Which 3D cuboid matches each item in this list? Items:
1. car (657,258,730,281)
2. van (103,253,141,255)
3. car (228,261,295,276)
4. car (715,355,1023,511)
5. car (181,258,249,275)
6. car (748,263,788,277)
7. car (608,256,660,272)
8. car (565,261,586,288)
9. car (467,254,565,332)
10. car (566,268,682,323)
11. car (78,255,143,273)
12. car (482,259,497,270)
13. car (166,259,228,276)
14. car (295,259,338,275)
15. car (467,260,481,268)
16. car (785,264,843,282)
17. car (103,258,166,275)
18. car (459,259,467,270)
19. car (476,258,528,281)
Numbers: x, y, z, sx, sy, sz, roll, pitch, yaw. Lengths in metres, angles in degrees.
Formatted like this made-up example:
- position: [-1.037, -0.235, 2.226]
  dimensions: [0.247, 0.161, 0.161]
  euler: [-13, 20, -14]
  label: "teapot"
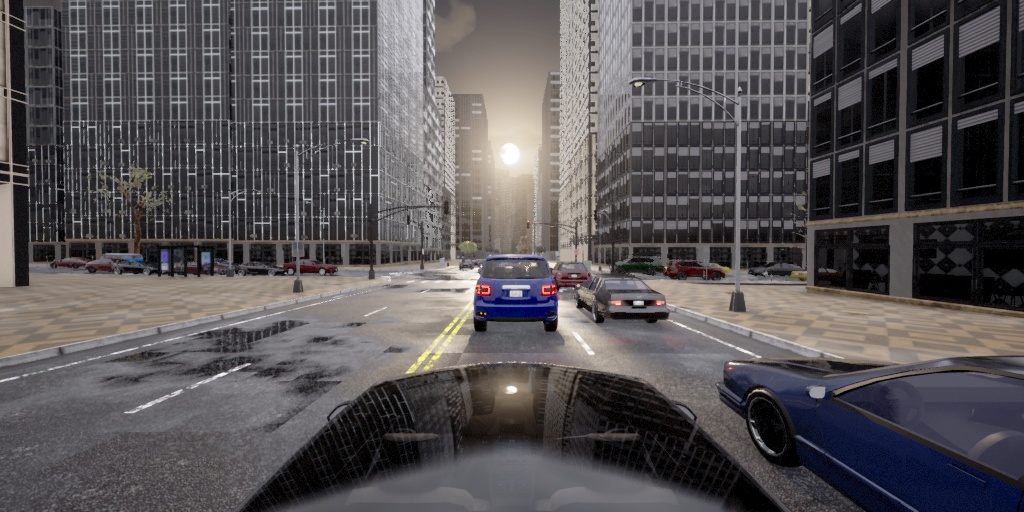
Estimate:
- position: [16.193, 1.268, 32.075]
  dimensions: [5.009, 1.841, 2.192]
  euler: [0, 0, 1]
  label: "car"
- position: [-45.288, 0.604, 41.571]
  dimensions: [3.998, 1.789, 1.690]
  euler: [0, 0, 1]
  label: "van"
- position: [-22.732, 1.173, 32.604]
  dimensions: [4.313, 1.339, 1.948]
  euler: [0, 0, 1]
  label: "car"
- position: [3.350, 1.297, 1.837]
  dimensions: [2.033, 1.411, 5.357]
  euler: [0, 0, 1]
  label: "car"
- position: [-29.269, 0.995, 35.446]
  dimensions: [4.902, 1.511, 2.128]
  euler: [1, 1, 1]
  label: "car"
- position: [27.518, 1.461, 37.659]
  dimensions: [4.892, 1.490, 1.837]
  euler: [0, 1, 1]
  label: "car"
- position: [13.037, 1.052, 38.000]
  dimensions: [5.566, 2.045, 2.150]
  euler: [1, 1, 3]
  label: "car"
- position: [3.349, 1.092, 21.424]
  dimensions: [2.097, 1.767, 4.553]
  euler: [0, 0, 0]
  label: "car"
- position: [0.097, 0.967, 11.014]
  dimensions: [2.150, 2.045, 5.566]
  euler: [0, 0, 0]
  label: "car"
- position: [3.350, 1.293, 12.017]
  dimensions: [2.033, 1.411, 5.357]
  euler: [0, 0, 0]
  label: "car"
- position: [-39.541, 0.936, 35.659]
  dimensions: [4.674, 1.442, 1.812]
  euler: [1, 1, 1]
  label: "car"
- position: [-3.336, 1.191, 53.372]
  dimensions: [1.882, 1.535, 5.008]
  euler: [0, 0, 0]
  label: "car"
- position: [-28.416, 1.137, 32.737]
  dimensions: [4.207, 1.307, 1.802]
  euler: [0, 0, 1]
  label: "car"
- position: [-19.766, 1.068, 35.252]
  dimensions: [5.008, 1.535, 1.882]
  euler: [1, 1, 0]
  label: "car"
- position: [-6.571, 1.304, 62.784]
  dimensions: [1.895, 1.301, 4.718]
  euler: [0, 0, 0]
  label: "car"
- position: [27.641, 1.578, 31.878]
  dimensions: [4.829, 1.417, 1.751]
  euler: [0, 0, 1]
  label: "car"
- position: [-34.097, 1.068, 32.911]
  dimensions: [4.313, 1.339, 1.948]
  euler: [0, 0, 1]
  label: "car"
- position: [-6.602, 1.220, 52.481]
  dimensions: [1.837, 1.490, 4.892]
  euler: [0, 0, -1]
  label: "car"
- position: [-0.844, 1.151, 32.537]
  dimensions: [2.097, 1.767, 4.553]
  euler: [1, 1, 42]
  label: "car"
